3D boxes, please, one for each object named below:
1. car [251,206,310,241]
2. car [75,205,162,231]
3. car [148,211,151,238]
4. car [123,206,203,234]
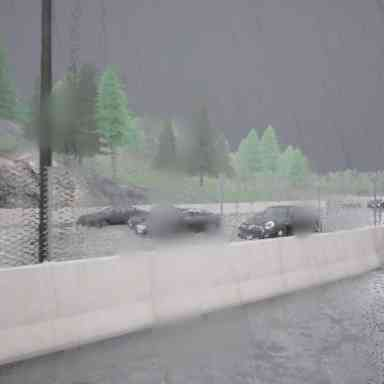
[{"bbox_3d":[4.311,1.440,16.223,4.553,1.767,2.097,0,0,-39],"label":"car"},{"bbox_3d":[-4.876,1.655,22.465,5.357,1.411,2.033,0,0,-36],"label":"car"},{"bbox_3d":[-0.547,1.579,17.009,4.902,1.511,2.128,1,0,-39],"label":"car"},{"bbox_3d":[-1.698,1.628,20.542,4.674,1.442,1.812,1,0,-39],"label":"car"}]
